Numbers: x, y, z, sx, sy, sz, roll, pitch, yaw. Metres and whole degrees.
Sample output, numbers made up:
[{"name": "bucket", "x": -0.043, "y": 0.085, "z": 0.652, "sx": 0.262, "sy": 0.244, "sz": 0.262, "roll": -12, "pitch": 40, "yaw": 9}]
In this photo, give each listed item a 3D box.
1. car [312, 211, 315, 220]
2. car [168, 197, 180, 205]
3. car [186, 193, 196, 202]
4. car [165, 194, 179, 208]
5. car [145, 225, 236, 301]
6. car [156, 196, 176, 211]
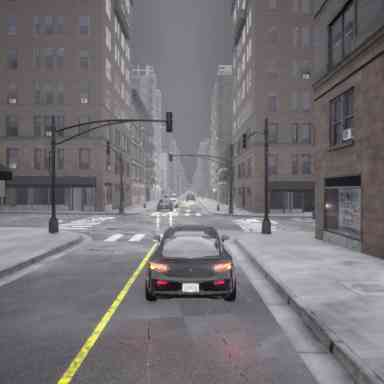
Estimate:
[{"name": "car", "x": 12.257, "y": 1.722, "z": 26.824, "sx": 5.008, "sy": 1.535, "sz": 1.882, "roll": 1, "pitch": 0, "yaw": -1}, {"name": "car", "x": -3.293, "y": 1.641, "z": 61.433, "sx": 2.033, "sy": 1.411, "sz": 5.357, "roll": 0, "pitch": 0, "yaw": 0}, {"name": "car", "x": -0.306, "y": 1.360, "z": 81.732, "sx": 2.150, "sy": 2.045, "sz": 5.566, "roll": 0, "pitch": 0, "yaw": 0}, {"name": "car", "x": -3.285, "y": 1.294, "z": 50.854, "sx": 2.150, "sy": 2.045, "sz": 5.566, "roll": 0, "pitch": 0, "yaw": 0}, {"name": "car", "x": -0.024, "y": 1.527, "z": 8.196, "sx": 1.812, "sy": 1.442, "sz": 4.674, "roll": 0, "pitch": 0, "yaw": 0}, {"name": "car", "x": -3.264, "y": 1.557, "z": 40.800, "sx": 1.837, "sy": 1.490, "sz": 4.892, "roll": 0, "pitch": 0, "yaw": -2}]
